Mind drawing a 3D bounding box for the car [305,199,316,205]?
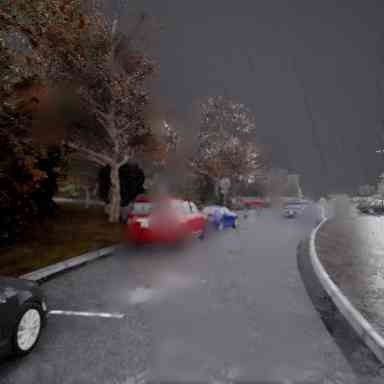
[{"bbox_3d":[28.818,2.410,81.015,2.128,1.511,4.902,-1,-1,25],"label":"car"}]

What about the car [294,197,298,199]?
[{"bbox_3d":[22.170,2.218,66.646,1.882,1.535,5.008,-1,-1,25],"label":"car"}]

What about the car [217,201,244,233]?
[{"bbox_3d":[1.321,1.540,20.021,2.097,1.535,5.008,0,0,24],"label":"car"}]

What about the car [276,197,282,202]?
[{"bbox_3d":[14.768,2.097,65.824,4.553,1.767,2.185,-1,-1,5],"label":"car"}]

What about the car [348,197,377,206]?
[{"bbox_3d":[40.792,2.208,79.645,5.566,2.045,2.435,1,-1,5],"label":"car"}]

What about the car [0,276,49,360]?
[{"bbox_3d":[-3.322,1.492,3.275,2.231,1.521,4.892,0,0,6],"label":"car"}]

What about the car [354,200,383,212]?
[{"bbox_3d":[24.750,1.882,45.029,4.674,1.452,2.002,1,0,5],"label":"car"}]

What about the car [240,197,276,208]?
[{"bbox_3d":[11.058,1.838,57.815,5.566,2.045,2.435,-1,-2,5],"label":"car"}]

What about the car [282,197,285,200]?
[{"bbox_3d":[15.948,2.299,68.496,4.792,1.488,2.163,-1,-1,5],"label":"car"}]

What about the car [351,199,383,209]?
[{"bbox_3d":[30.913,2.066,58.342,4.892,1.521,2.231,1,0,5],"label":"car"}]

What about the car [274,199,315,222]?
[{"bbox_3d":[8.423,1.563,26.631,2.033,1.411,5.357,-1,0,27],"label":"car"}]

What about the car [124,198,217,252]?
[{"bbox_3d":[-0.865,1.265,14.440,2.435,2.045,5.566,0,0,18],"label":"car"}]

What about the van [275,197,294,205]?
[{"bbox_3d":[23.507,2.339,84.527,4.442,1.987,1.878,-1,-2,5],"label":"van"}]

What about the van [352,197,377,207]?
[{"bbox_3d":[37.185,2.077,71.652,4.442,1.987,1.878,1,-1,5],"label":"van"}]

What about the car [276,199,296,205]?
[{"bbox_3d":[24.629,2.661,87.199,4.674,1.452,2.002,-1,-2,5],"label":"car"}]

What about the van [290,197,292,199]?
[{"bbox_3d":[20.802,2.238,79.195,4.442,1.987,1.878,-1,-1,5],"label":"van"}]

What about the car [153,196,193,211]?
[{"bbox_3d":[-2.341,1.401,40.762,4.674,1.442,1.812,3,-1,29],"label":"car"}]

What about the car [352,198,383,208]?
[{"bbox_3d":[32.171,1.985,61.001,4.553,1.767,2.185,1,0,5],"label":"car"}]

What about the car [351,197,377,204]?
[{"bbox_3d":[23.523,1.799,42.365,4.892,1.521,2.231,1,0,5],"label":"car"}]

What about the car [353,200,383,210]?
[{"bbox_3d":[27.214,1.971,50.354,4.674,1.452,2.002,1,0,5],"label":"car"}]

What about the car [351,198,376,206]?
[{"bbox_3d":[38.269,2.226,74.324,4.553,1.767,2.185,1,-1,5],"label":"car"}]

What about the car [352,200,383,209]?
[{"bbox_3d":[29.646,2.049,55.681,4.792,1.488,2.163,1,0,5],"label":"car"}]

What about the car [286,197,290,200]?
[{"bbox_3d":[18.456,2.363,73.835,4.892,1.521,2.231,-1,-1,5],"label":"car"}]

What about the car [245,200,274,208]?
[{"bbox_3d":[12.239,2.164,60.478,4.792,1.488,2.163,-1,-1,5],"label":"car"}]

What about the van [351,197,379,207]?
[{"bbox_3d":[34.489,1.976,66.338,4.442,1.987,1.878,1,0,5],"label":"van"}]

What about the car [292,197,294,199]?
[{"bbox_3d":[22.160,2.552,81.848,4.674,1.452,2.002,-1,-1,5],"label":"car"}]

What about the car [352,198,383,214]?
[{"bbox_3d":[21.053,1.710,37.049,4.892,1.521,2.231,1,-1,5],"label":"car"}]

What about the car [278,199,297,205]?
[{"bbox_3d":[25.863,2.716,89.873,4.674,1.452,2.002,-1,-2,5],"label":"car"}]

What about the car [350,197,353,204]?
[{"bbox_3d":[26.165,1.885,47.684,5.366,1.575,1.946,1,-1,5],"label":"car"}]
